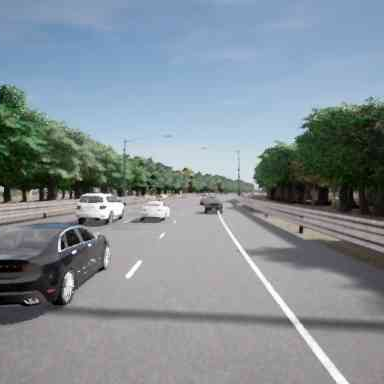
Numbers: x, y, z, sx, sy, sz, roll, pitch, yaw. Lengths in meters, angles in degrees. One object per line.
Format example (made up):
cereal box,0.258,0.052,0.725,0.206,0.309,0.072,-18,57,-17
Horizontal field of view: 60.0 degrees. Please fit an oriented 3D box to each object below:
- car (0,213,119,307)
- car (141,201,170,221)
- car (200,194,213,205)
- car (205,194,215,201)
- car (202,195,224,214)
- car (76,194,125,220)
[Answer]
car,-3.316,1.480,7.917,1.837,1.490,4.892,0,0,1
car,-2.801,1.448,26.000,1.812,1.442,4.674,0,0,2
car,2.297,1.411,53.299,1.994,1.385,4.181,0,0,5
car,3.847,1.150,69.164,1.812,1.442,4.674,0,0,7
car,2.216,1.407,34.266,1.837,1.490,4.892,0,0,3
car,-6.398,1.148,23.776,2.150,2.045,5.566,0,0,2
